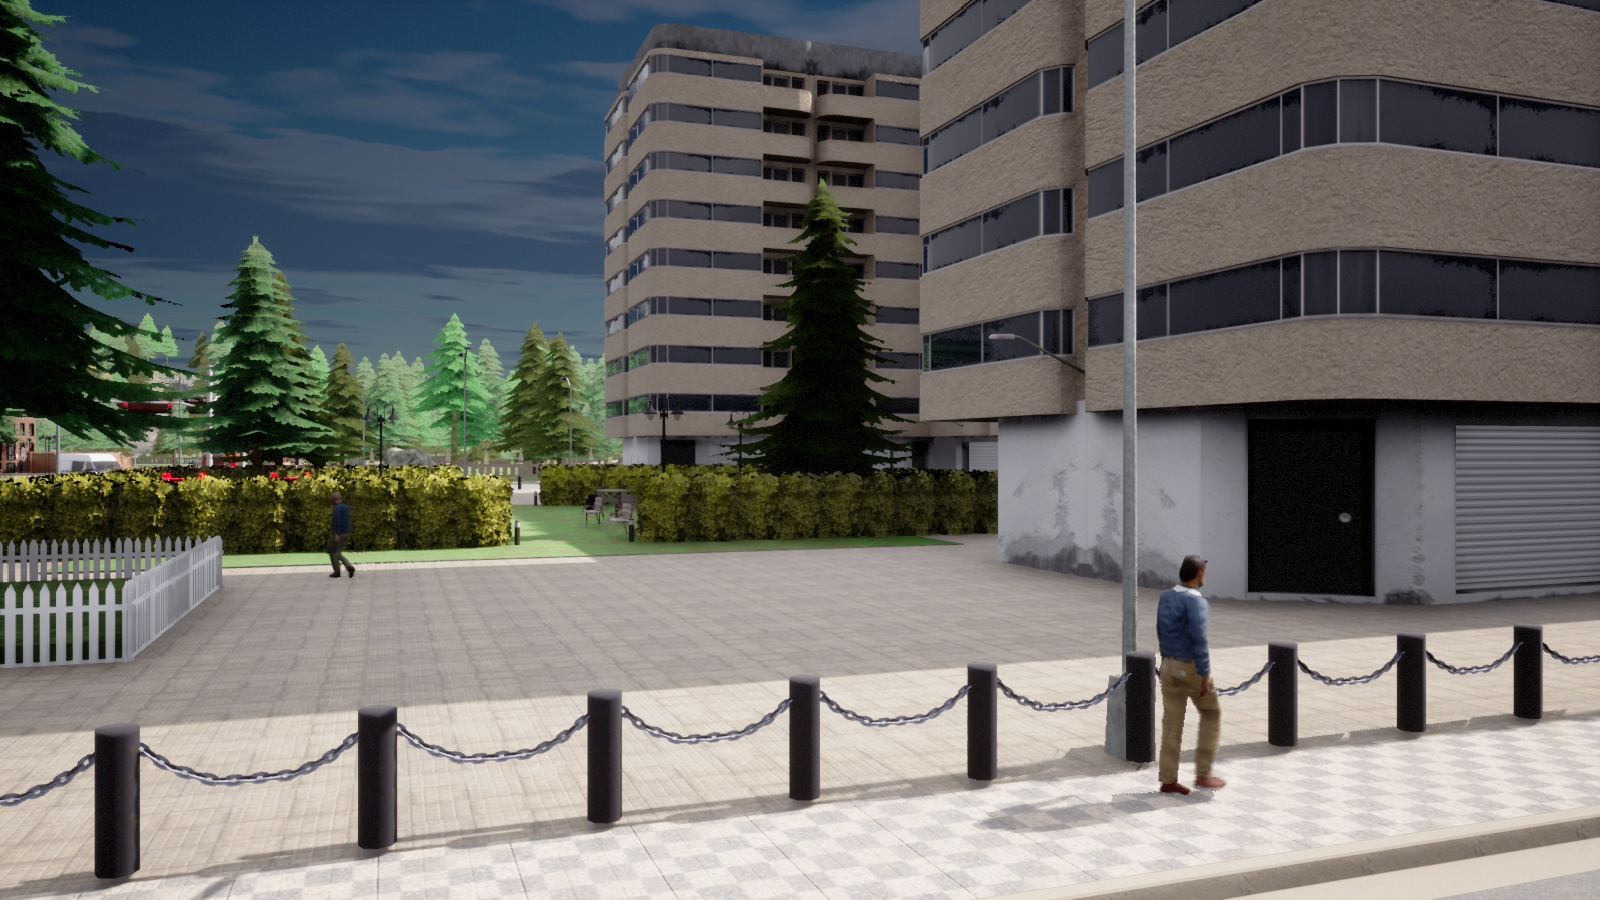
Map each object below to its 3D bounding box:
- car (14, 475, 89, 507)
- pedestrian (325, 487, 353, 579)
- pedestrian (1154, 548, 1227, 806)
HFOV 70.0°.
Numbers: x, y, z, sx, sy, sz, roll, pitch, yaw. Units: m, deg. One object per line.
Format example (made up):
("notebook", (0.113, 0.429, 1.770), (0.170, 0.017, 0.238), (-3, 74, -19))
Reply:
("car", (-38.243, 2.063, 58.523), (2.163, 1.488, 4.792), (0, 0, -20))
("pedestrian", (-9.400, 1.685, 23.301), (0.375, 1.860, 0.375), (0, 0, 15))
("pedestrian", (2.963, 1.699, 8.683), (0.375, 1.860, 0.375), (0, 0, -22))
